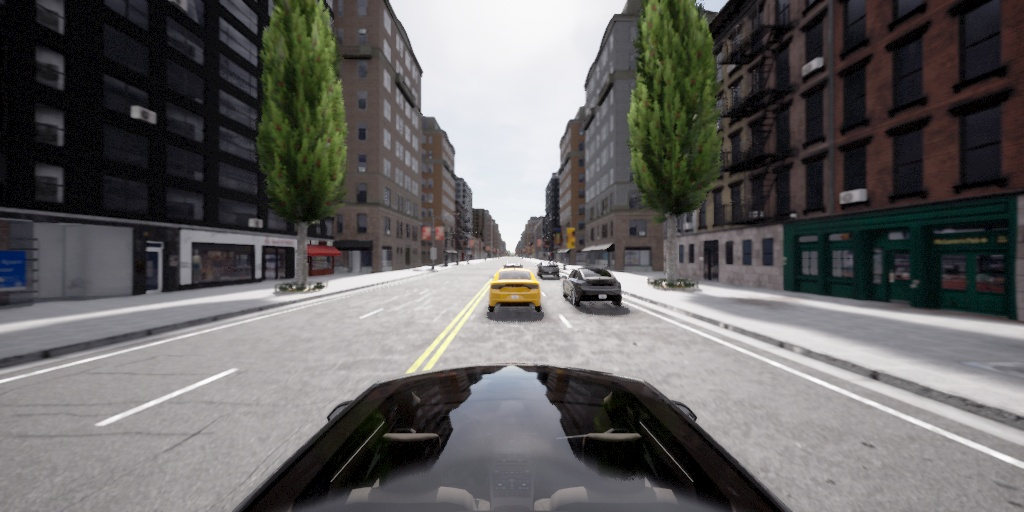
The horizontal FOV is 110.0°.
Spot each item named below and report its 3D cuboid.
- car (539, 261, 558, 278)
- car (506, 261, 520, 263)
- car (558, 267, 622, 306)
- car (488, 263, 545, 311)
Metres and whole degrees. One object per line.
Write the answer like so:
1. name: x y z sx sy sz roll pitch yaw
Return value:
1. car: 3.350 1.241 33.836 2.128 1.511 4.902 0 0 0
2. car: 0.100 1.241 33.842 2.128 1.511 4.902 0 0 0
3. car: 3.352 1.256 15.682 1.837 1.490 4.892 0 0 0
4. car: 0.101 1.228 14.568 1.882 1.535 5.008 0 0 0
